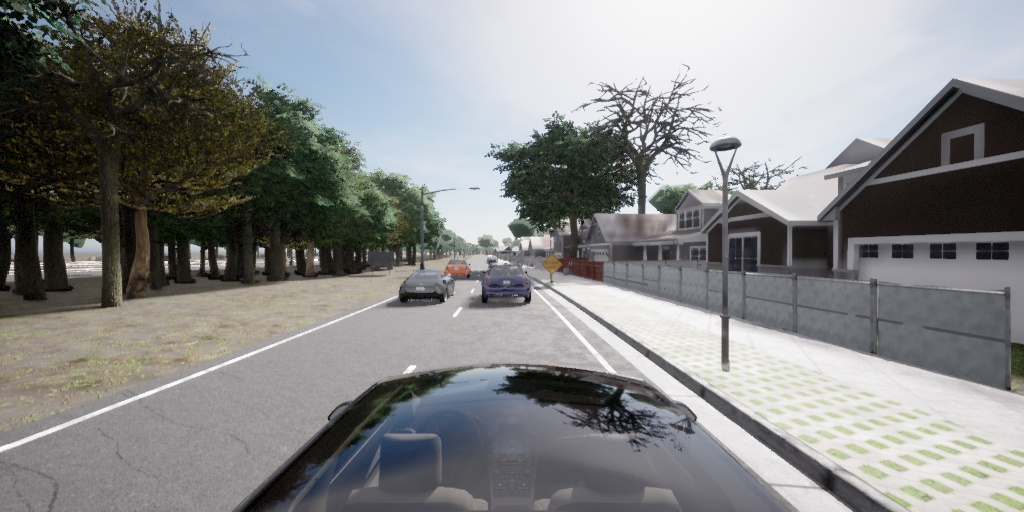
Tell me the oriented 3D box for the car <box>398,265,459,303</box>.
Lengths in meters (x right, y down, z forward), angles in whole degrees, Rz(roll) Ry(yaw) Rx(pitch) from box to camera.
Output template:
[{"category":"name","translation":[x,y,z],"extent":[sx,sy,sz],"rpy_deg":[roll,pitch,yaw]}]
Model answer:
[{"category":"car","translation":[-3.802,1.292,16.579],"extent":[1.994,1.385,4.181],"rpy_deg":[0,0,-2]}]

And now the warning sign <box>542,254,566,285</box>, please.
[{"category":"warning sign","translation":[2.479,0.808,22.415],"extent":[1.300,1.860,1.060],"rpy_deg":[0,0,-3]}]

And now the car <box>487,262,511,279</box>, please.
[{"category":"car","translation":[-1.219,1.272,31.930],"extent":[1.895,1.301,4.718],"rpy_deg":[0,0,-5]}]

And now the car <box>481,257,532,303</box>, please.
[{"category":"car","translation":[-0.303,1.085,16.688],"extent":[2.097,1.767,4.553],"rpy_deg":[0,0,-2]}]

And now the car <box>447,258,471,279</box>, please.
[{"category":"car","translation":[-4.703,1.025,31.590],"extent":[2.097,1.767,4.553],"rpy_deg":[0,0,-5]}]
